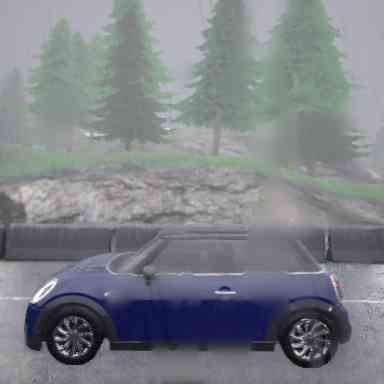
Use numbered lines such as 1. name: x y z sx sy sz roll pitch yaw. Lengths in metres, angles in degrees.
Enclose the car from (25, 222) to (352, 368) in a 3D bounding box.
1. car: -0.098 1.348 5.251 4.553 1.767 2.097 0 0 1
